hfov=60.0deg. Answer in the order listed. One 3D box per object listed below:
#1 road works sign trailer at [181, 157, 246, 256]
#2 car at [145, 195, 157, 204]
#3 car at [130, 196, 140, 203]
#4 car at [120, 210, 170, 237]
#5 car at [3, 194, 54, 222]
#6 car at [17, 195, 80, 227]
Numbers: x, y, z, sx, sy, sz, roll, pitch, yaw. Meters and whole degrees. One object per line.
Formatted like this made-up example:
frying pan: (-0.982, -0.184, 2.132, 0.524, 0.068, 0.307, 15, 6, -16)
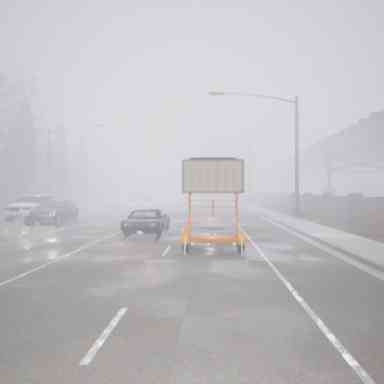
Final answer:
road works sign trailer: (0.823, 0.452, 13.042, 2.380, 3.560, 2.880, 0, 0, 3)
car: (-7.951, 1.318, 64.849, 2.097, 1.767, 4.553, 0, -1, -4)
car: (-11.731, 1.522, 68.234, 2.128, 1.511, 4.902, 0, -1, -7)
car: (-2.322, 1.584, 17.839, 1.895, 1.301, 4.718, 0, 0, 3)
car: (-12.555, 1.195, 26.512, 2.150, 2.045, 5.566, 0, 0, 3)
car: (-9.283, 1.330, 22.400, 2.097, 1.767, 4.553, 0, 0, 3)
